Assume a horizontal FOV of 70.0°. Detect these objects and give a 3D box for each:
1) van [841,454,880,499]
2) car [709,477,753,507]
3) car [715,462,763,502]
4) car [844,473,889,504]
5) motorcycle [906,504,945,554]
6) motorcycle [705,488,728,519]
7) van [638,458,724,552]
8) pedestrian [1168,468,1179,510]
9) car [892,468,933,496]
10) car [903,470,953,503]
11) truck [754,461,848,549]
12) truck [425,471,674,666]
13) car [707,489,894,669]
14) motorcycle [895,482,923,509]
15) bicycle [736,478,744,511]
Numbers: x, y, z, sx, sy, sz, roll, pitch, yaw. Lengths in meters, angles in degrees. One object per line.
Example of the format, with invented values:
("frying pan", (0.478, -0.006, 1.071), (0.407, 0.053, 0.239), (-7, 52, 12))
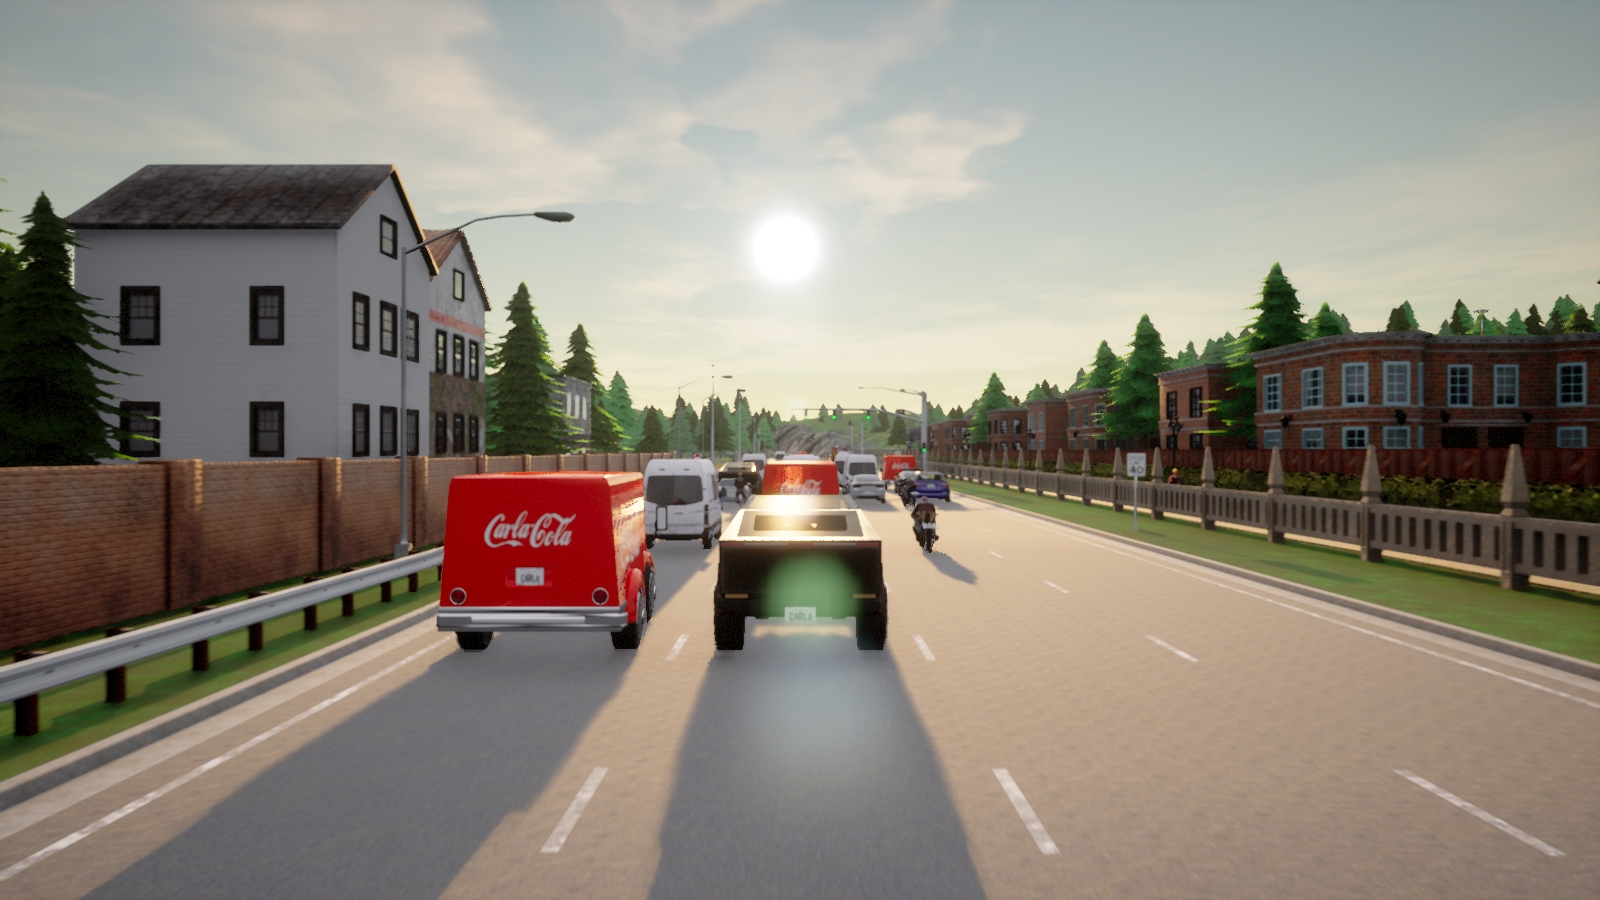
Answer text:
("van", (3.604, 1.555, 69.257), (1.988, 2.561, 5.915), (0, 0, 0))
("car", (-3.502, 2.136, 58.753), (1.994, 1.385, 4.181), (0, 0, 0))
("car", (-3.441, 1.773, 65.664), (2.390, 2.098, 6.274), (0, 0, 0))
("car", (3.556, 2.052, 61.717), (2.097, 1.535, 5.006), (0, 0, 0))
("motorcycle", (3.544, 2.215, 32.353), (0.867, 1.251, 2.209), (0, 0, 0))
("motorcycle", (-3.460, 2.200, 47.226), (0.803, 1.199, 2.033), (0, 0, 0))
("van", (-3.476, 1.545, 34.486), (1.988, 2.561, 5.915), (0, 0, 0))
("pedestrian", (16.448, 1.716, 50.317), (0.375, 1.860, 0.375), (0, 0, 0))
("car", (7.065, 2.004, 72.349), (2.097, 1.638, 5.238), (0, 0, 0))
("car", (7.054, 1.988, 63.459), (2.242, 1.667, 4.611), (0, 0, 0))
("truck", (0.027, 1.573, 34.701), (2.627, 2.467, 5.204), (0, 0, 0))
("truck", (-3.483, 1.561, 17.199), (2.627, 2.467, 5.204), (0, -1, 0))
("car", (0.009, 1.759, 17.766), (2.390, 2.098, 6.274), (0, 0, 0))
("motorcycle", (5.345, 2.222, 56.174), (0.867, 1.251, 2.209), (0, 0, -10))
("bicycle", (-2.829, 2.076, 53.761), (0.329, 1.471, 1.835), (0, 0, -5))
